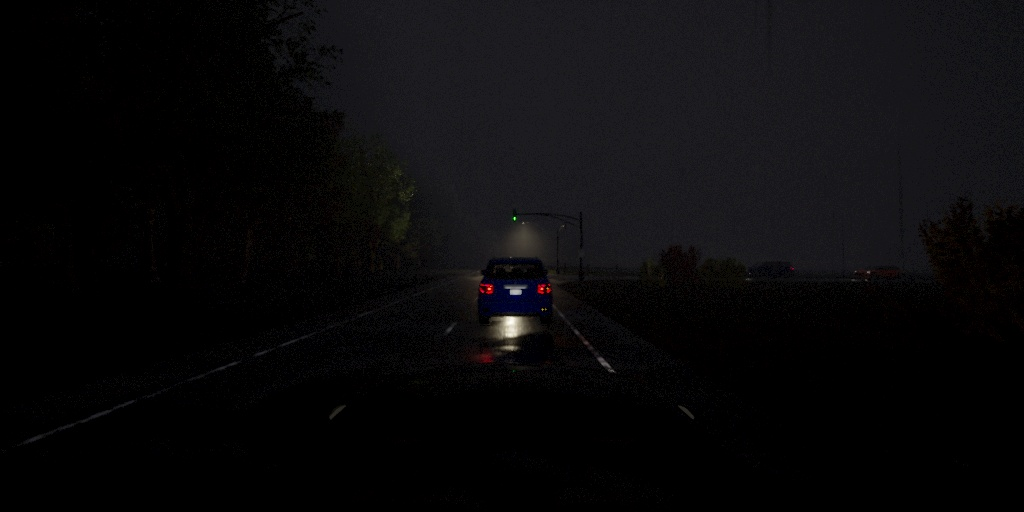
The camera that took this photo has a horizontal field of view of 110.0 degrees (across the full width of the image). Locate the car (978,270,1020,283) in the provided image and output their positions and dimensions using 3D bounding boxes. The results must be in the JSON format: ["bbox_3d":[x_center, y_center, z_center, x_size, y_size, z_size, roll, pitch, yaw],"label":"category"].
[{"bbox_3d":[52.093,2.140,38.048,4.181,1.385,1.994,1,-1,1],"label":"car"}]

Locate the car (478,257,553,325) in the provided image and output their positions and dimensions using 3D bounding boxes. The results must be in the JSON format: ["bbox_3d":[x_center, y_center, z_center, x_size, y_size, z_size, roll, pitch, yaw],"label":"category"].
[{"bbox_3d":[0.096,1.053,12.264,2.150,2.045,5.566,0,0,0],"label":"car"}]

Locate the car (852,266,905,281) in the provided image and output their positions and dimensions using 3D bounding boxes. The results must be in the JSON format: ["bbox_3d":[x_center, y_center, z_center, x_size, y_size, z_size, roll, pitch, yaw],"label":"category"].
[{"bbox_3d":[42.525,1.911,41.703,4.553,1.767,2.097,1,-1,0],"label":"car"}]

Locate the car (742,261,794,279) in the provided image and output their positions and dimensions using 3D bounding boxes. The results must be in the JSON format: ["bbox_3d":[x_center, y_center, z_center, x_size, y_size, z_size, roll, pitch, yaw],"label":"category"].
[{"bbox_3d":[29.636,1.640,41.779,5.566,2.045,2.150,1,-1,0],"label":"car"}]

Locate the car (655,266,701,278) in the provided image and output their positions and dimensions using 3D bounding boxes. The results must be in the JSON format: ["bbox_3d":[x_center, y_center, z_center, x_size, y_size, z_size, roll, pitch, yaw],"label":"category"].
[{"bbox_3d":[19.389,1.854,41.810,5.357,1.411,2.033,1,-1,0],"label":"car"}]
